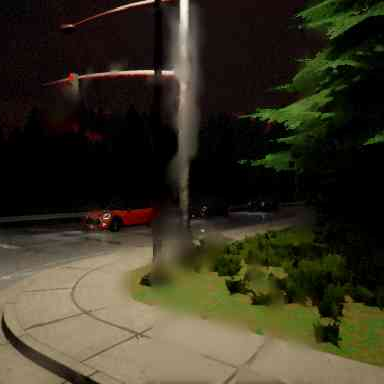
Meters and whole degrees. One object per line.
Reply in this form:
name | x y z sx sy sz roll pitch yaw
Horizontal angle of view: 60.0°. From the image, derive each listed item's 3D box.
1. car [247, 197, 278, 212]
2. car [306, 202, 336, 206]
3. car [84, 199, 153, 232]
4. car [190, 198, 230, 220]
car | 8.041 1.325 37.658 2.097 1.767 4.553 0 0 36
car | 16.413 1.195 42.900 2.150 2.045 5.566 0 0 36
car | -4.223 1.325 20.087 2.097 1.767 4.553 0 0 35
car | 1.364 1.325 28.163 2.097 1.767 4.553 0 0 35
